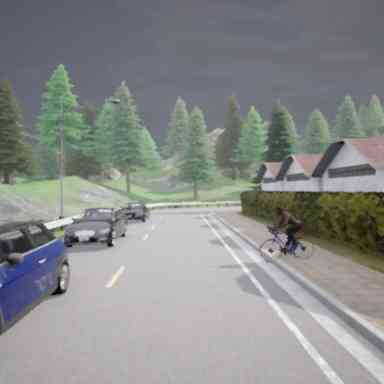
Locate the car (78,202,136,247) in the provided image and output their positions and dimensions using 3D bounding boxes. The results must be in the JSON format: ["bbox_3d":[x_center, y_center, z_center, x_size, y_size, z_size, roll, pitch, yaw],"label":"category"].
[{"bbox_3d":[-4.028,1.432,14.639,2.128,1.511,4.902,0,0,-2],"label":"car"}]

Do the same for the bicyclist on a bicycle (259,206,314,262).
[{"bbox_3d":[2.772,1.233,9.794,1.656,1.620,0.582,-3,0,-2],"label":"bicyclist on a bicycle"}]

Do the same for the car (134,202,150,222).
[{"bbox_3d":[-4.247,1.449,24.680,1.994,1.385,4.181,0,0,-1],"label":"car"}]

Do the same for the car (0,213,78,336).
[{"bbox_3d":[-3.731,1.342,5.558,2.097,1.767,4.553,0,0,-2],"label":"car"}]
